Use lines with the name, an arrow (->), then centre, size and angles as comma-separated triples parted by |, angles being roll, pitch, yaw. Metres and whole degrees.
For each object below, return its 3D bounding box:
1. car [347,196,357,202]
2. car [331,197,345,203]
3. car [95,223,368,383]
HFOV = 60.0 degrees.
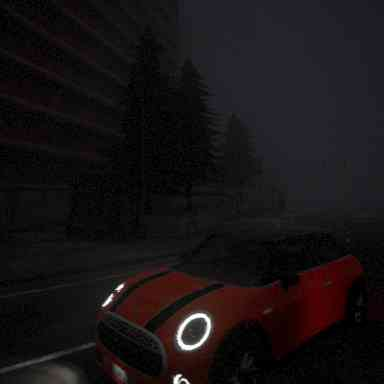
car -> 39.788, 1.765, 82.642 | 1.882, 1.535, 5.008 | 0, 0, 19
car -> 34.509, 1.878, 77.945 | 1.895, 1.301, 4.718 | 0, 0, 19
car -> 0.875, 1.378, 5.129 | 4.553, 1.767, 2.097 | 0, 0, -42
